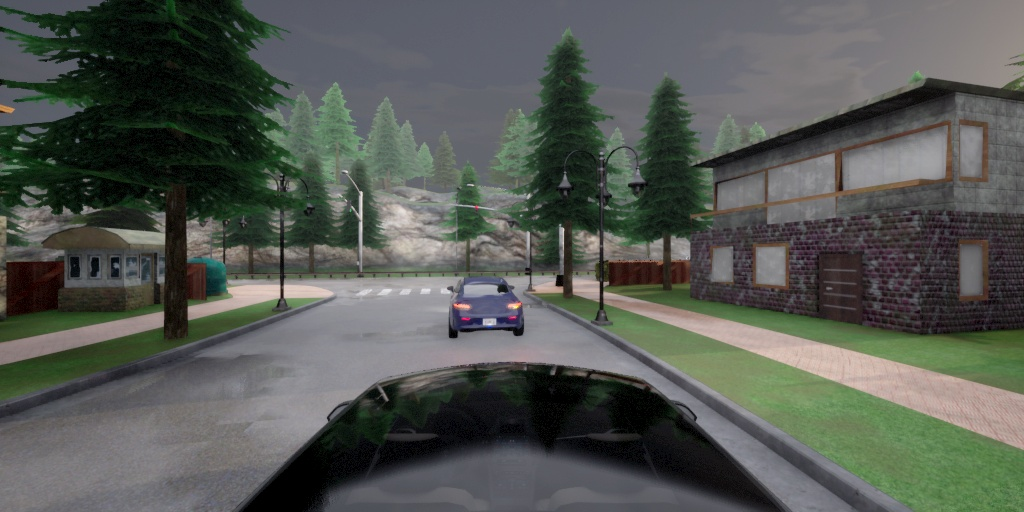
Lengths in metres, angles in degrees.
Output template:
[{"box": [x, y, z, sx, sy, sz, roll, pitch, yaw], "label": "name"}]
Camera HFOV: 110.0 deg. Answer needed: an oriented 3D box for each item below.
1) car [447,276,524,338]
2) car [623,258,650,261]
[{"box": [-0.836, 1.276, 10.119, 1.812, 1.442, 4.674, 0, 0, -9], "label": "car"}, {"box": [10.856, 0.945, 33.114, 4.553, 1.767, 2.097, 0, 0, -12], "label": "car"}]
